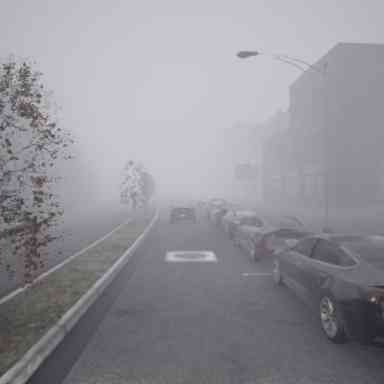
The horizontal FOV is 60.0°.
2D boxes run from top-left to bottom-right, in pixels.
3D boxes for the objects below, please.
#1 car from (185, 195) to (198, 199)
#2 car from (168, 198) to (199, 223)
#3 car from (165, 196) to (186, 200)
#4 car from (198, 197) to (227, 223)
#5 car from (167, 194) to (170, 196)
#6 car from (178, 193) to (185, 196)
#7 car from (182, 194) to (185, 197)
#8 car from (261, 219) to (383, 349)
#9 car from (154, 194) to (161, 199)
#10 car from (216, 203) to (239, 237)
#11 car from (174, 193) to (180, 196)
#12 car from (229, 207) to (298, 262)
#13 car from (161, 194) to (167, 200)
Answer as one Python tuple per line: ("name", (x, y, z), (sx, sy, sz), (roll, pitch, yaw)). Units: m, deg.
("car", (0.576, 1.471, 45.383), (2.097, 1.535, 5.008), (0, 0, -6))
("car", (-0.760, 1.481, 25.716), (1.882, 1.535, 5.008), (0, 0, -3))
("car", (-2.170, 1.588, 42.880), (1.895, 1.301, 4.718), (0, 0, -6))
("car", (2.053, 1.362, 28.741), (2.185, 1.767, 4.553), (0, 0, -3))
("car", (-3.464, 1.383, 72.925), (2.231, 1.521, 4.892), (0, 0, -10))
("car", (-0.777, 1.447, 56.623), (1.946, 1.575, 5.366), (0, 0, -7))
("car", (-0.043, 1.463, 50.917), (2.097, 1.535, 5.008), (0, 0, -6))
("car", (2.999, 1.516, 6.445), (2.163, 1.488, 4.792), (0, 0, -1))
("car", (-8.580, 1.227, 94.670), (1.946, 1.575, 5.366), (0, 0, -15))
("car", (2.660, 1.530, 17.654), (2.002, 1.452, 4.674), (0, 0, -2))
("car", (-1.586, 1.429, 62.129), (1.946, 1.575, 5.366), (0, 0, -8))
("car", (2.863, 1.518, 12.129), (2.163, 1.488, 4.792), (0, 0, -1))
("car", (-5.851, 1.305, 83.995), (1.946, 1.575, 5.366), (0, 0, -13))
